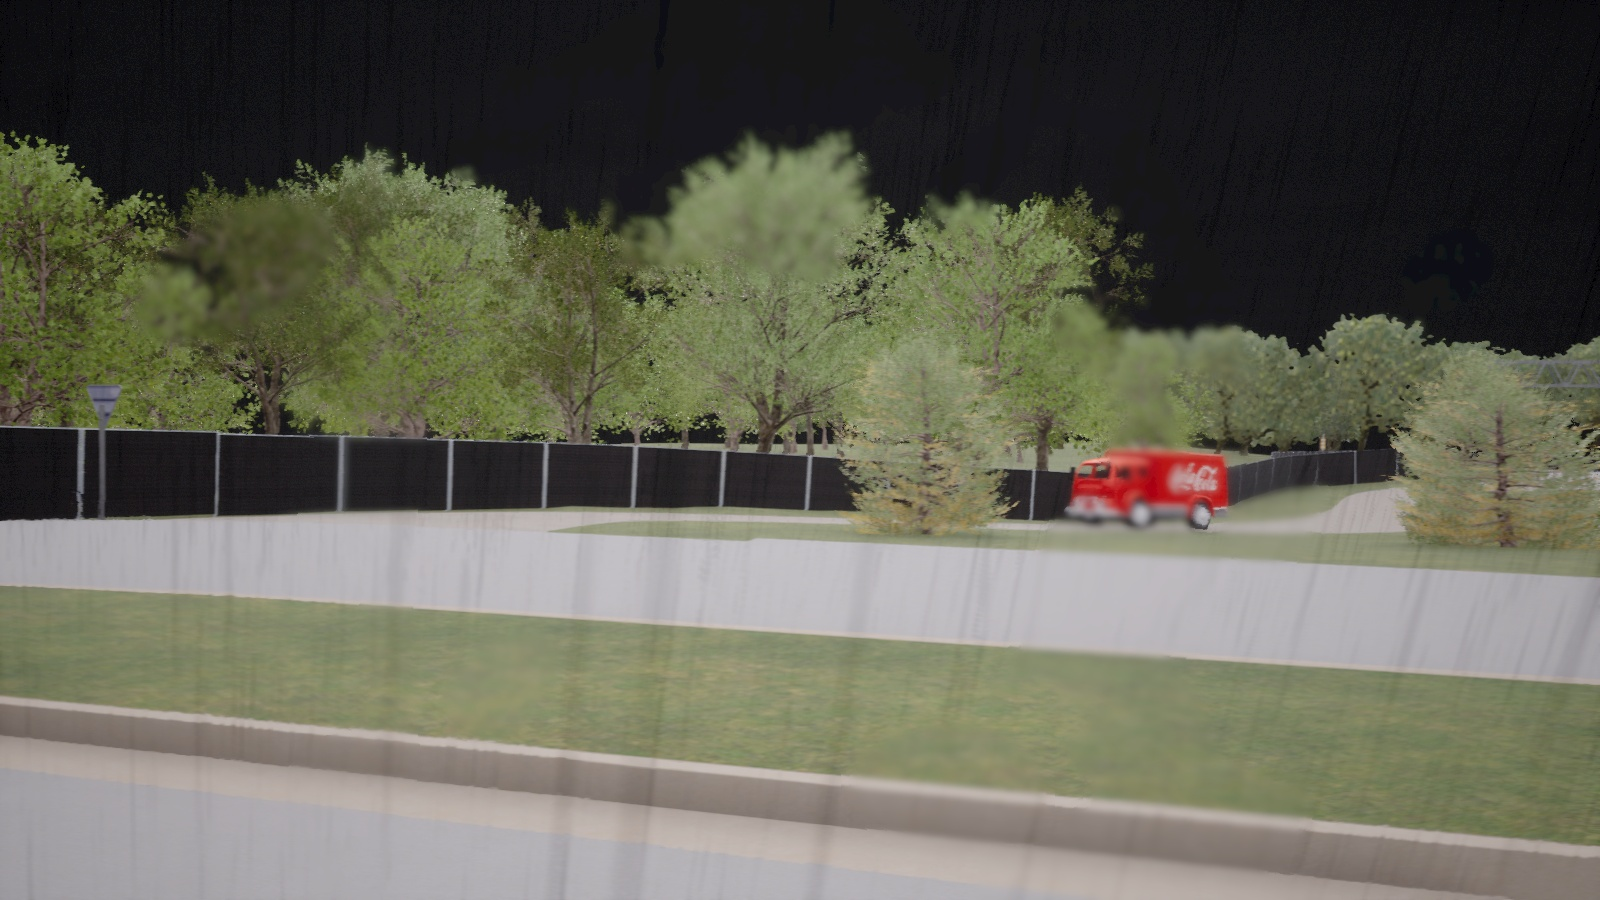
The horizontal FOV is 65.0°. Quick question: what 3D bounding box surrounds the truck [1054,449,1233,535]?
[{"bbox_3d":[10.970,1.351,40.014,5.204,2.467,2.627,3,-2,-33],"label":"truck"}]
